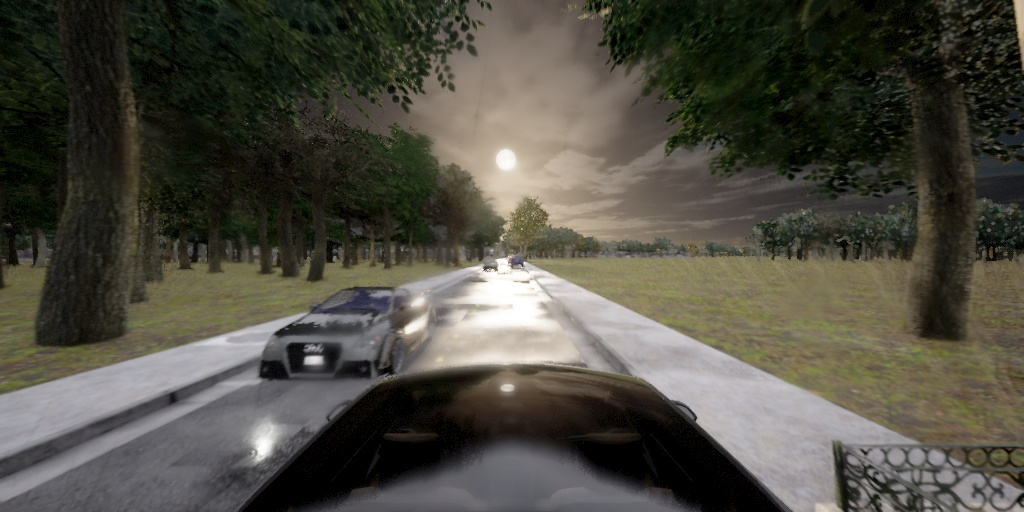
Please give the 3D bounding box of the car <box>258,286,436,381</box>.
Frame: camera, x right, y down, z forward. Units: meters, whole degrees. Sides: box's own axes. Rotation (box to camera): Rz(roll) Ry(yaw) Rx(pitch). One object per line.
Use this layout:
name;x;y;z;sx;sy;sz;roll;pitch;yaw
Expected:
car;-2.849;1.314;7.150;1.994;1.385;4.181;0;0;0

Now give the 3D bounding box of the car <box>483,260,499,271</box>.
car;-2.821;1.257;48.495;1.837;1.490;4.892;0;0;0

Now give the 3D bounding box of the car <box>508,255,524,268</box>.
car;0.880;0.901;61.395;2.150;2.045;5.566;-5;0;0
